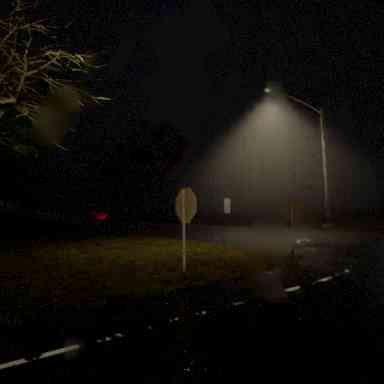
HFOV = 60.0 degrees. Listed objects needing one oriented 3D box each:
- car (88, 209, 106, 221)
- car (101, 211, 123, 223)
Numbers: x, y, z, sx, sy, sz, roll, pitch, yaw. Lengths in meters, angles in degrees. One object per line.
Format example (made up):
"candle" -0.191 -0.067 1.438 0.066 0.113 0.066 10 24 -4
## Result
"car" -17.167 4.241 60.756 2.150 2.045 5.566 -1 -1 -35
"car" -12.852 4.273 54.556 1.994 1.385 4.181 -1 -2 -33
